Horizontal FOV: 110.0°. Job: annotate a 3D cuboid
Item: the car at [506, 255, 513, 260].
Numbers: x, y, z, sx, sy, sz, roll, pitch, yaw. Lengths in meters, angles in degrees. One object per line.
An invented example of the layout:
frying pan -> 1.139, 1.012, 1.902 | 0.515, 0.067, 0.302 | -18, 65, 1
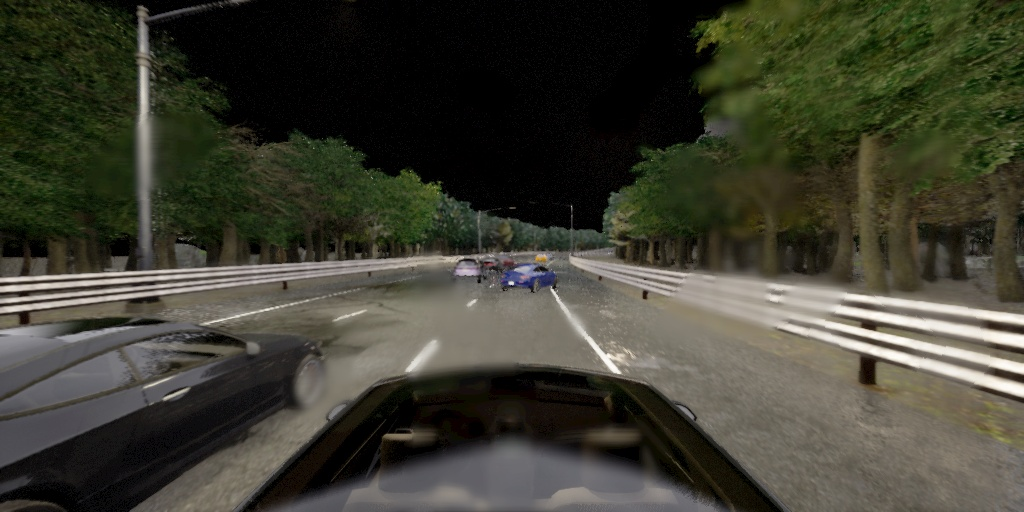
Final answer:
car -> -0.956, 0.635, 46.409 | 2.097, 1.767, 4.553 | 0, 1, 6

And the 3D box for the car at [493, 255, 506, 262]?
car -> -2.027, 0.903, 35.635 | 1.837, 1.490, 4.892 | 0, 1, 5

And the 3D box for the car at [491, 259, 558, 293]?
car -> 0.981, 1.110, 19.270 | 1.812, 1.442, 4.674 | 1, 1, 27

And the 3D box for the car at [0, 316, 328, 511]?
car -> -3.506, 1.258, 3.104 | 1.812, 1.442, 4.674 | 0, 0, 0

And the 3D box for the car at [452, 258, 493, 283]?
car -> -2.810, 0.947, 24.804 | 2.033, 1.649, 4.856 | 0, 1, 3
